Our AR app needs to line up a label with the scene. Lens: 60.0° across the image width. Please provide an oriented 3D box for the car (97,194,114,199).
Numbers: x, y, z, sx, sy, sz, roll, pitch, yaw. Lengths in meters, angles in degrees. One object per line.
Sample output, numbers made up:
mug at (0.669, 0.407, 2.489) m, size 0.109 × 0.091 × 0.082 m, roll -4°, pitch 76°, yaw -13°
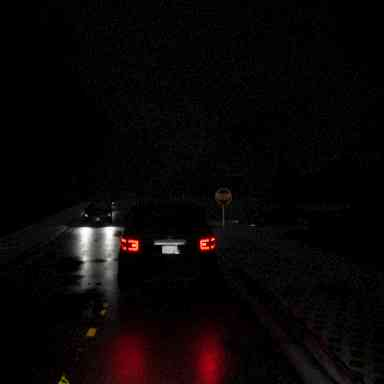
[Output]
car at (-10.439, 1.290, 39.164) m, size 1.882 × 1.535 × 5.008 m, roll 1°, pitch 0°, yaw -14°

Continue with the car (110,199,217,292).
car at (-0.749, 1.219, 9.185) m, size 2.150 × 2.045 × 5.566 m, roll 0°, pitch 0°, yaw -7°

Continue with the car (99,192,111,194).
car at (-13.478, 0.974, 51.582) m, size 2.150 × 2.045 × 5.566 m, roll 1°, pitch 1°, yaw -13°

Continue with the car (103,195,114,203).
car at (-16.772, 1.298, 67.045) m, size 1.837 × 1.490 × 4.892 m, roll 1°, pitch 0°, yaw -9°

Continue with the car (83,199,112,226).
car at (-6.436, 1.441, 23.023) m, size 1.812 × 1.442 × 4.674 m, roll 1°, pitch 0°, yaw -14°

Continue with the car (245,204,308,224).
car at (6.567, 1.678, 25.693) m, size 5.008 × 1.535 × 1.882 m, roll 1°, pitch -3°, yaw -12°
